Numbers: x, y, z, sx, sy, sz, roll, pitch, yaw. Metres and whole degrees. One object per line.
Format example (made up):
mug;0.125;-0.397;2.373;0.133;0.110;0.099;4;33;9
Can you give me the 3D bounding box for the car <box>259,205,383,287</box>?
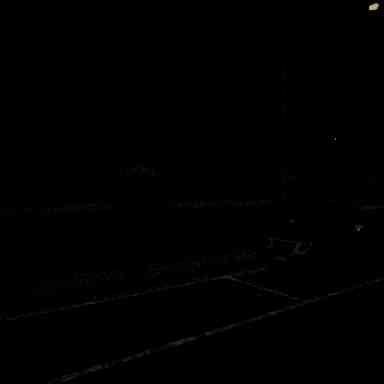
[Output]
car;4.189;1.313;9.519;5.009;1.841;2.192;0;0;-35
